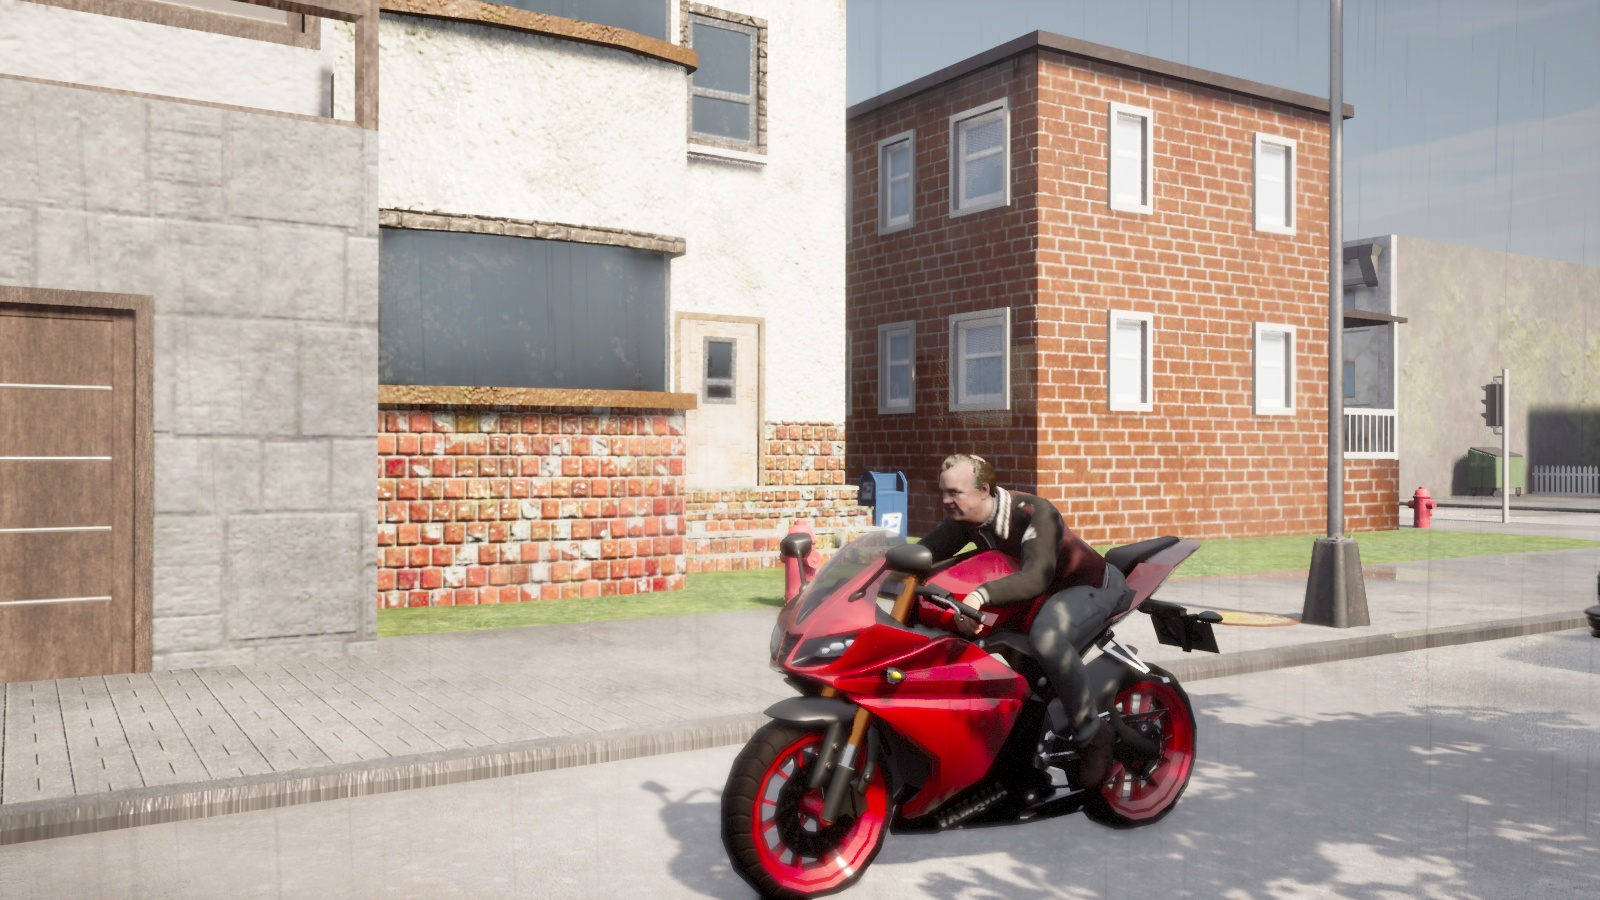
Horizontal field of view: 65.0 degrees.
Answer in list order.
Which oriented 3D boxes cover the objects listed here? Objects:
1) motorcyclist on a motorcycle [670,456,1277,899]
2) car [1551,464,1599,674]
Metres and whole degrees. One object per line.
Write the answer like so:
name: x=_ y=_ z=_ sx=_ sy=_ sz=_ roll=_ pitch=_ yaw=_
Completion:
motorcyclist on a motorcycle: x=0.696 y=0.790 z=4.678 sx=2.191 sy=1.530 sz=0.866 roll=0 pitch=0 yaw=-32
car: x=8.023 y=0.798 z=9.251 sx=5.357 sy=1.411 sz=2.033 roll=0 pitch=0 yaw=-32
